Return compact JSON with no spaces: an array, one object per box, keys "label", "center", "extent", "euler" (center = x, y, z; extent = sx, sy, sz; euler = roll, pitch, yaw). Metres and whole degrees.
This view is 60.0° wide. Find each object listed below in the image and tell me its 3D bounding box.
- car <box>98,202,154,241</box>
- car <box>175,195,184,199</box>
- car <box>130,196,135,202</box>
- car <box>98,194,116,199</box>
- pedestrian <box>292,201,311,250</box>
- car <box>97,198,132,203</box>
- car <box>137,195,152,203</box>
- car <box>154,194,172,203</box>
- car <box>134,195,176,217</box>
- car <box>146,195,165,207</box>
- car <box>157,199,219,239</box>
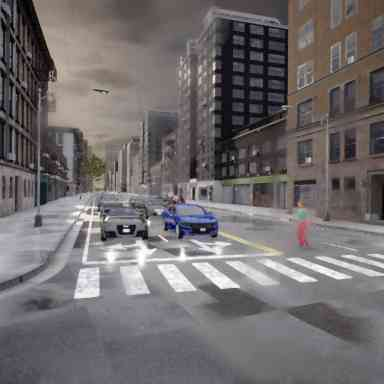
[{"label":"car","center":[-3.260,1.392,15.599],"extent":[1.994,1.385,4.181],"euler":[1,0,-16]},{"label":"car","center":[-2.166,1.212,47.536],"extent":[1.812,1.442,4.674],"euler":[1,0,-15]},{"label":"car","center":[-5.893,1.203,36.529],"extent":[1.837,1.490,4.892],"euler":[1,0,-16]},{"label":"car","center":[-8.741,1.025,34.684],"extent":[2.097,1.767,4.553],"euler":[1,0,-16]},{"label":"pedestrian","center":[4.121,1.222,12.442],"extent":[0.375,1.860,0.375],"euler":[1,0,-16]},{"label":"car","center":[-5.723,1.362,24.155],"extent":[1.895,1.301,4.718],"euler":[1,0,-16]},{"label":"car","center":[-8.122,1.167,56.326],"extent":[1.895,1.301,4.718],"euler":[1,0,-16]},{"label":"car","center":[-4.991,1.147,57.196],"extent":[2.033,1.411,5.357],"euler":[1,0,-16]},{"label":"car","center":[-3.062,1.272,26.658],"extent":[2.128,1.511,4.902],"euler":[1,0,-16]},{"label":"car","center":[-5.200,1.161,46.365],"extent":[1.837,1.490,4.892],"euler":[1,0,-16]},{"label":"car","center":[-0.220,1.336,16.797],"extent":[1.882,1.535,5.008],"euler":[1,0,-16]}]
